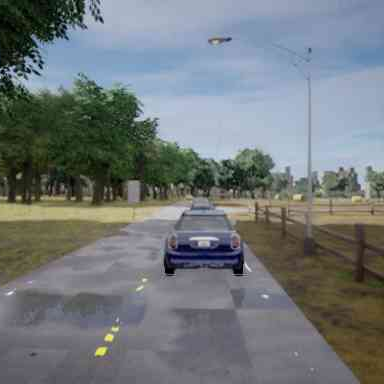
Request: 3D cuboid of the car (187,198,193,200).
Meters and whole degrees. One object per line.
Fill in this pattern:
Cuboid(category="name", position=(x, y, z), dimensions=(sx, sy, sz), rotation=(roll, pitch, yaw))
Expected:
Cuboid(category="car", position=(0.706, 1.405, 23.907), dimensions=(1.837, 1.490, 4.892), rotation=(0, 0, 1))

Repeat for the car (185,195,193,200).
Cuboid(category="car", position=(-0.667, 1.406, 80.813), dimensions=(1.882, 1.535, 5.008), rotation=(0, 0, 1))

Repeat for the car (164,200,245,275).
Cuboid(category="car", position=(0.357, 1.301, 10.433), dimensions=(2.097, 1.767, 4.553), rotation=(0, 0, 2))
